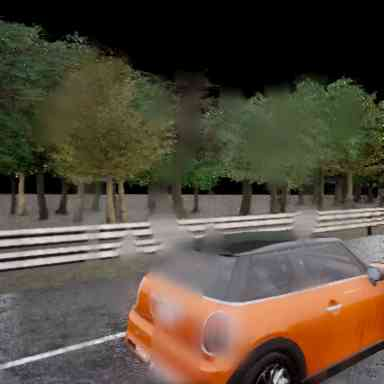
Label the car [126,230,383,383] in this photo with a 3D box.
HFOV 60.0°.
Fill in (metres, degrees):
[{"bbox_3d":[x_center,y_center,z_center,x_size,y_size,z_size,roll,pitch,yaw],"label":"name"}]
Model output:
[{"bbox_3d":[1.460,1.350,4.830,4.553,1.767,2.097,0,0,-35],"label":"car"}]
